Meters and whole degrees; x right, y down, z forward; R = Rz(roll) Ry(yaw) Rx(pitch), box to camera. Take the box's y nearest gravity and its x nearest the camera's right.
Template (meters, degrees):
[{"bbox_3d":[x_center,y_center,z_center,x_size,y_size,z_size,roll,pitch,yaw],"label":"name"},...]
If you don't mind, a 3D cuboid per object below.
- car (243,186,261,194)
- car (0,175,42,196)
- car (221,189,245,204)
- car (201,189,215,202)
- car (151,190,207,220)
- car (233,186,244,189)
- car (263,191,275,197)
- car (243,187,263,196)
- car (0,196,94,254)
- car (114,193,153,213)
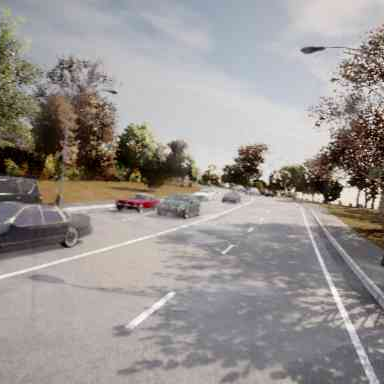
[{"bbox_3d":[15.139,-0.471,84.322,2.128,1.511,4.902,6,3,-18],"label":"car"},{"bbox_3d":[-7.991,0.345,12.189,2.150,2.045,5.566,6,1,17],"label":"car"},{"bbox_3d":[5.228,0.714,43.284,1.812,1.442,4.674,6,3,17],"label":"car"},{"bbox_3d":[1.659,0.381,43.547,1.812,1.442,4.674,6,3,17],"label":"car"},{"bbox_3d":[-0.814,0.871,23.832,2.097,1.767,4.553,6,2,17],"label":"car"},{"bbox_3d":[11.774,-0.810,83.416,1.812,1.442,4.674,6,3,-18],"label":"car"},{"bbox_3d":[16.722,0.362,74.433,1.895,1.301,4.718,6,3,-8],"label":"car"},{"bbox_3d":[13.338,-0.017,73.415,1.812,1.442,4.674,6,3,-8],"label":"car"},{"bbox_3d":[-5.100,0.986,9.718,2.033,1.411,5.357,6,1,19],"label":"car"},{"bbox_3d":[-3.989,0.776,25.455,1.895,1.301,4.718,6,2,17],"label":"car"}]
